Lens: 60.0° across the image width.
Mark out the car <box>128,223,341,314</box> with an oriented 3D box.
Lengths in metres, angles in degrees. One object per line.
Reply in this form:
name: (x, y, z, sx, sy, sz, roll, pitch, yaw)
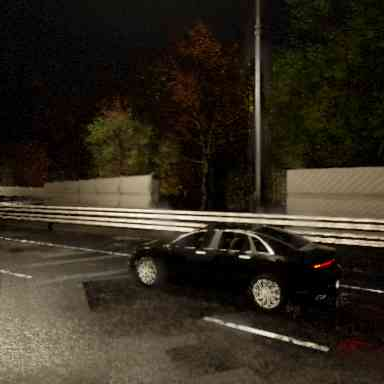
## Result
car: (0.698, 1.473, 7.572, 4.892, 1.490, 1.837, 0, 0, 34)
